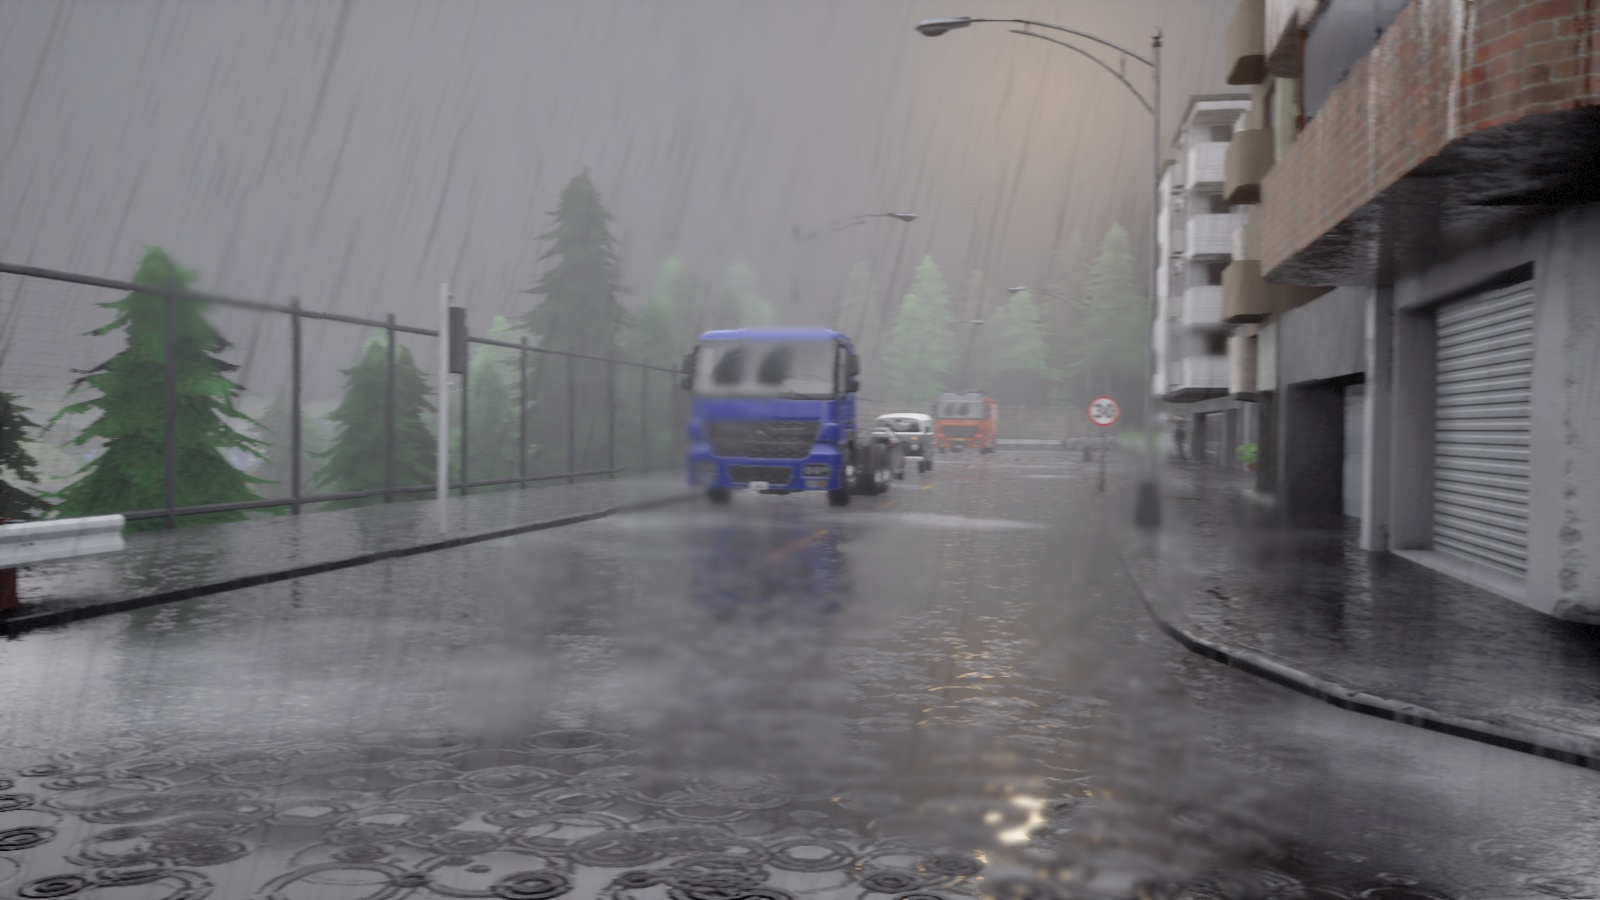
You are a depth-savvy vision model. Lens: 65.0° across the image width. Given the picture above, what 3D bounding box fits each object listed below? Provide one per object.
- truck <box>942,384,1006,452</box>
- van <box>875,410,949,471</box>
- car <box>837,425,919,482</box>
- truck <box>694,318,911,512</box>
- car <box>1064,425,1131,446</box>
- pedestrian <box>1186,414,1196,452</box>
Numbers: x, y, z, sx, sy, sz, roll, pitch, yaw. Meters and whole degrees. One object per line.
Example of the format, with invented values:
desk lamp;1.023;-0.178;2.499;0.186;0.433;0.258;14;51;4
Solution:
truck;10.615;-1.921;75.994;2.891;3.827;8.468;0;1;14
van;3.969;-0.357;43.904;2.069;2.038;4.480;0;1;12
car;2.272;0.069;35.801;1.789;1.549;3.705;0;1;12
truck;0.355;-0.697;26.570;2.891;3.462;7.936;0;1;13
car;21.113;-1.039;89.146;4.181;1.385;1.994;-1;1;-6
pedestrian;19.172;-0.832;61.578;0.370;1.835;0.726;0;1;12
